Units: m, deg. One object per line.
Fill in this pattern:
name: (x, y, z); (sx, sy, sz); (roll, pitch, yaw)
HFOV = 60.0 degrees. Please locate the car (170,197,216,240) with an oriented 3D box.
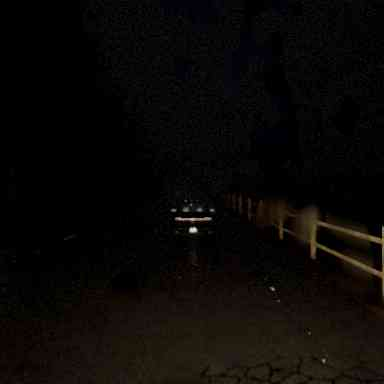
car: (0.041, 1.203, 15.184); (2.128, 1.511, 4.902); (0, 1, 0)

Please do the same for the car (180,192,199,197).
car: (-0.036, 0.927, 36.376); (1.895, 1.301, 4.718); (0, 1, 0)
